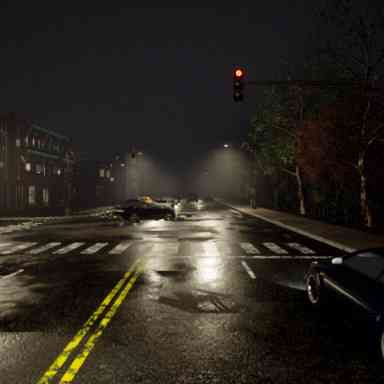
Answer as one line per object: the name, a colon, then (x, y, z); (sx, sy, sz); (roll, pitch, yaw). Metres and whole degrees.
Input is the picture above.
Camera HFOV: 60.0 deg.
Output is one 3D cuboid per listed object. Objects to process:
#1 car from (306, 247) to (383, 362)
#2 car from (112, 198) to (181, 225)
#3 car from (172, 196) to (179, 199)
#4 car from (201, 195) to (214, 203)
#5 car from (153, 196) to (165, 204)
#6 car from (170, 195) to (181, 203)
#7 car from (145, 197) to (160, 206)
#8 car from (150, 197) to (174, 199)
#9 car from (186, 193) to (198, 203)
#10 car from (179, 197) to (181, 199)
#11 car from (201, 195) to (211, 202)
car: (3.336, 1.562, 5.288); (1.994, 1.385, 4.181); (0, 0, 1)
car: (-3.450, 1.482, 24.329); (4.902, 1.511, 2.128); (0, 0, -40)
car: (-3.354, 1.471, 46.240); (2.128, 1.511, 4.902); (0, 0, 0)
car: (3.330, 1.460, 65.879); (2.128, 1.511, 4.902); (0, 0, 0)
car: (-6.557, 1.569, 65.737); (1.895, 1.301, 4.718); (0, 0, 0)
car: (-3.304, 1.445, 66.596); (1.882, 1.535, 5.008); (0, 0, 0)
car: (-6.595, 1.538, 55.815); (1.994, 1.385, 4.181); (0, 0, 0)
car: (-3.352, 1.510, 36.972); (1.812, 1.442, 4.674); (0, 0, 0)
car: (0.077, 1.189, 66.369); (2.150, 2.045, 5.566); (0, 0, 0)
car: (-3.339, 1.574, 56.320); (1.895, 1.301, 4.718); (0, 0, 0)
car: (3.223, 1.499, 78.567); (2.033, 1.411, 5.357); (0, 0, 0)
